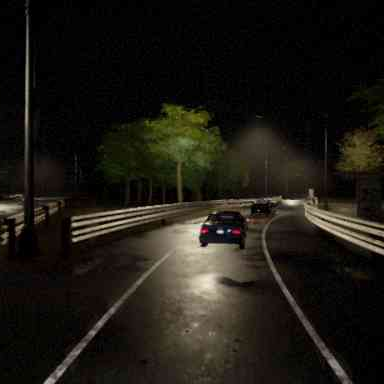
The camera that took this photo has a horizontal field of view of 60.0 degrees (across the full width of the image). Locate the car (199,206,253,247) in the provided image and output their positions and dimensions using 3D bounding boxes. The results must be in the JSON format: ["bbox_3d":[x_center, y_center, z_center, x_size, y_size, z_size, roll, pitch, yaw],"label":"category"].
[{"bbox_3d":[1.545,1.553,15.029,2.033,1.411,5.357,0,0,11],"label":"car"}]

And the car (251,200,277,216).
[{"bbox_3d":[7.182,1.510,33.160,2.128,1.511,4.902,0,0,24],"label":"car"}]
